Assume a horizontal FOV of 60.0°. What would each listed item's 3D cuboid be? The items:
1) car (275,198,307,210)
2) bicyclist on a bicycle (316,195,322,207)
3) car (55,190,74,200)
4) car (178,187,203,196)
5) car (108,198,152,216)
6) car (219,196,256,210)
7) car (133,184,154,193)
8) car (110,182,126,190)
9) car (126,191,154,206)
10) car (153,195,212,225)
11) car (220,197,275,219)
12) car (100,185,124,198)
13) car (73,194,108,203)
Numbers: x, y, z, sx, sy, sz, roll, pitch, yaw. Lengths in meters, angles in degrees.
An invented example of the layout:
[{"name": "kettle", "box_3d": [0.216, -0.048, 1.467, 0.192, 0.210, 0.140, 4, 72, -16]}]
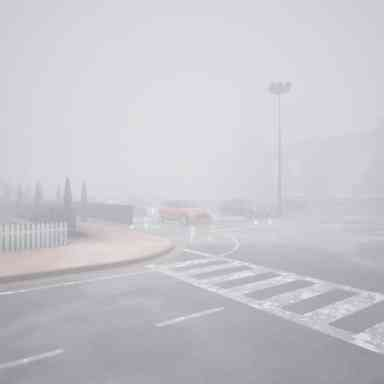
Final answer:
[{"name": "car", "box_3d": [12.129, 1.463, 42.358, 1.882, 1.535, 5.008, 0, 0, -37]}, {"name": "bicyclist on a bicycle", "box_3d": [18.084, 1.291, 47.388, 1.656, 1.620, 0.582, 0, 0, -37]}, {"name": "car", "box_3d": [-17.944, 0.397, 47.054, 1.994, 1.385, 4.181, 0, 6, -37]}, {"name": "car", "box_3d": [-0.292, 0.176, 58.798, 2.150, 2.045, 5.566, 0, 6, -37]}, {"name": "car", "box_3d": [-6.031, 1.566, 31.220, 1.895, 1.301, 4.718, 0, 1, -37]}, {"name": "car", "box_3d": [6.025, 1.370, 44.607, 1.882, 1.535, 5.008, 0, 2, -37]}, {"name": "car", "box_3d": [-8.532, 0.058, 57.942, 2.033, 1.411, 5.357, 0, 6, -37]}, {"name": "car", "box_3d": [-14.795, -1.300, 66.277, 1.882, 1.535, 5.008, 0, 7, -37]}, {"name": "car", "box_3d": [-6.971, 1.099, 44.065, 2.033, 1.411, 5.357, 0, 3, -37]}, {"name": "car", "box_3d": [-0.589, 1.351, 24.055, 2.097, 1.767, 4.553, 0, 0, -37]}, {"name": "car", "box_3d": [4.511, 1.346, 28.917, 2.097, 1.767, 4.553, 0, 0, -37]}, {"name": "car", "box_3d": [-12.829, 0.278, 51.912, 1.812, 1.442, 4.674, 0, 6, -37]}, {"name": "car", "box_3d": [-11.969, 1.212, 39.065, 1.895, 1.301, 4.718, 0, 3, -37]}]
